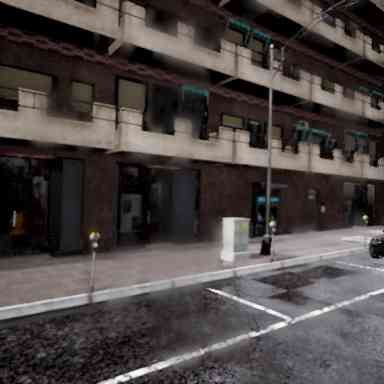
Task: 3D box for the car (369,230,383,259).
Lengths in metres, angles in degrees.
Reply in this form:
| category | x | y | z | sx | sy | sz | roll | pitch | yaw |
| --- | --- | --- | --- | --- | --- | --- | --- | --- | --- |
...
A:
| category | x | y | z | sx | sy | sz | roll | pitch | yaw |
| --- | --- | --- | --- | --- | --- | --- | --- | --- | --- |
| car | 8.071 | 1.693 | 11.830 | 4.313 | 1.339 | 1.947 | 1 | 1 | -35 |
